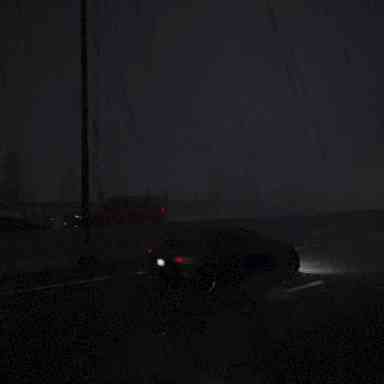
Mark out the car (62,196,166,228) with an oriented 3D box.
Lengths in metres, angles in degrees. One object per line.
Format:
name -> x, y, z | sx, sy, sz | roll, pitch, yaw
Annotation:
car -> -4.106, 1.230, 18.263 | 5.566, 2.045, 2.150 | 0, 0, -36

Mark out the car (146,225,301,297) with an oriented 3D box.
car -> 0.920, 1.570, 8.710 | 4.181, 1.385, 1.994 | 0, 0, -35

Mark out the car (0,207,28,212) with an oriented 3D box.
car -> -10.368, 1.551, 18.094 | 5.357, 1.411, 2.033 | 0, 0, -36

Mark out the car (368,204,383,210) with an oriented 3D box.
car -> 25.003, 2.274, 43.307 | 5.357, 1.411, 2.033 | 5, -3, -35

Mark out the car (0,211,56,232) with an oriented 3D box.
car -> -7.191, 1.566, 11.760 | 4.181, 1.385, 1.994 | 0, 0, -36
